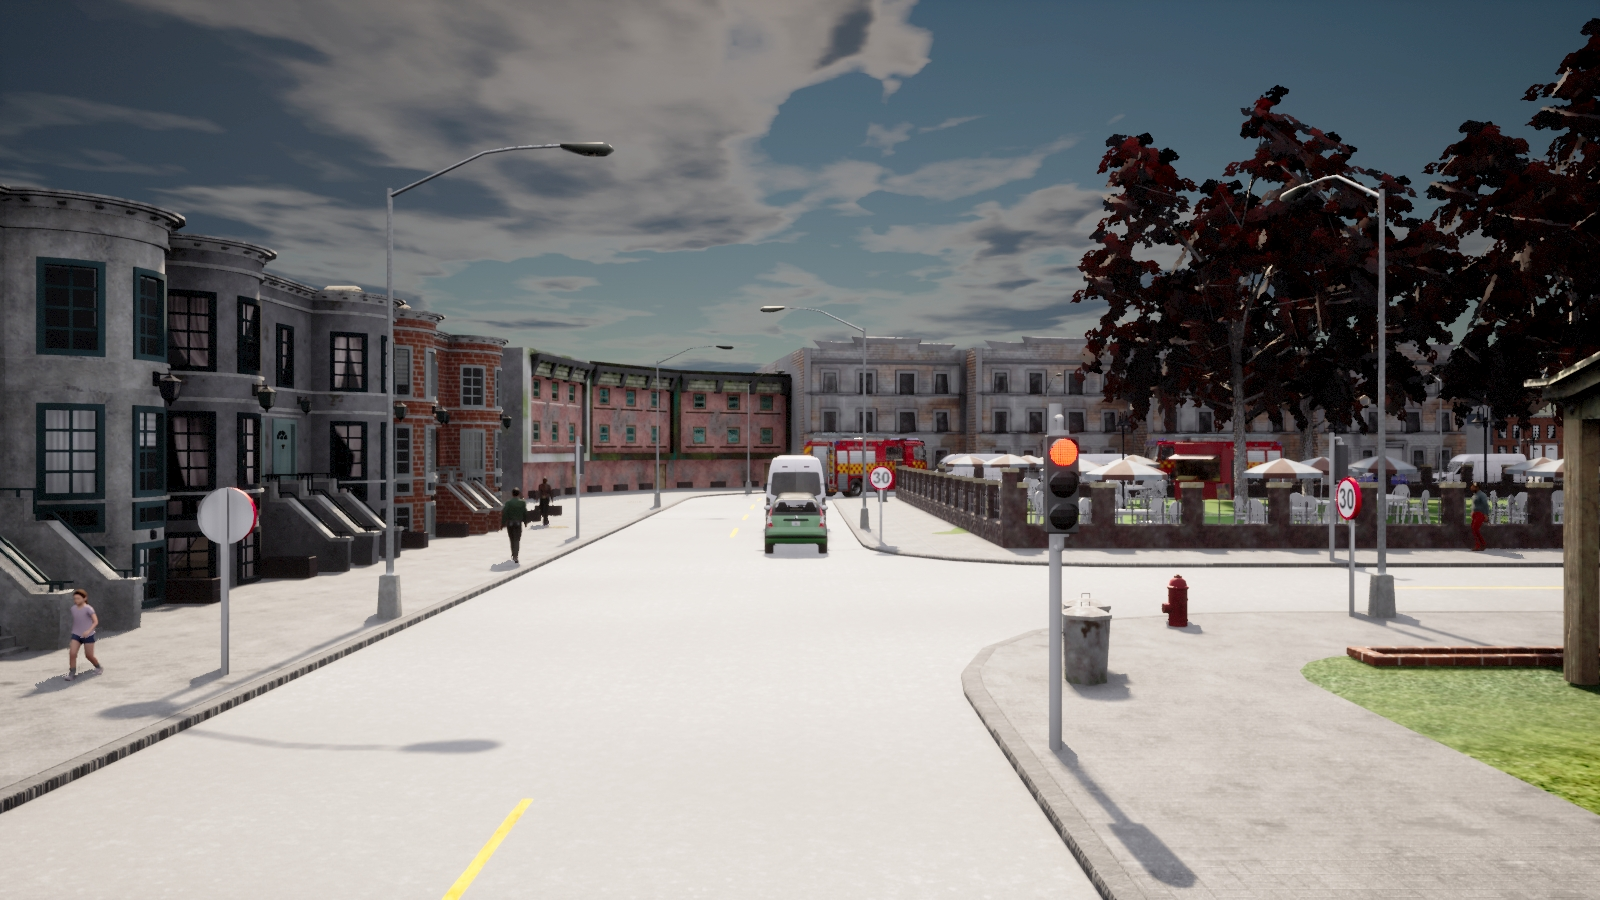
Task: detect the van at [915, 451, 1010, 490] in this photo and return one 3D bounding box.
[{"bbox_3d":[10.550,1.314,74.428,5.915,2.561,1.988,0,0,0],"label":"van"}]

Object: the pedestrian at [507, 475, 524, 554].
[{"bbox_3d":[-6.802,1.524,27.299,0.375,1.860,0.375,0,0,-14],"label":"pedestrian"}]

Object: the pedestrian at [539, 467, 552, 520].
[{"bbox_3d":[-8.950,1.525,40.194,0.375,1.860,0.375,0,0,-4],"label":"pedestrian"}]

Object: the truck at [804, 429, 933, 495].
[{"bbox_3d":[4.295,0.672,70.228,8.468,3.827,2.891,0,0,-43],"label":"truck"}]

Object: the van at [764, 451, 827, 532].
[{"bbox_3d":[-0.147,1.315,39.074,1.988,2.561,5.915,0,0,0],"label":"van"}]

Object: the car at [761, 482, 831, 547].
[{"bbox_3d":[-0.119,1.779,32.373,1.851,1.617,3.988,0,0,0],"label":"car"}]

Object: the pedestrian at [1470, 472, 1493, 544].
[{"bbox_3d":[17.855,1.517,29.941,0.375,1.860,0.375,0,0,1],"label":"pedestrian"}]

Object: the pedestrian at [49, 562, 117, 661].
[{"bbox_3d":[-8.495,1.904,13.540,0.500,1.100,0.500,0,0,-2],"label":"pedestrian"}]
